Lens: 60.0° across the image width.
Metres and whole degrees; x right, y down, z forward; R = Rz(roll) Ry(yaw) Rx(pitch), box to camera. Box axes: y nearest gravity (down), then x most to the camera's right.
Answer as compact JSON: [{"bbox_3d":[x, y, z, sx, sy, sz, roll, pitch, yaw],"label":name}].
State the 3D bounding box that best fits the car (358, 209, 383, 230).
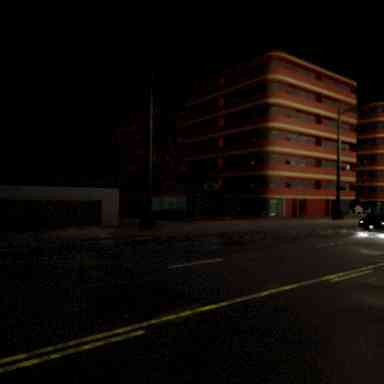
[{"bbox_3d":[13.178,1.839,21.975,5.357,1.411,2.033,2,-1,-35],"label":"car"}]
